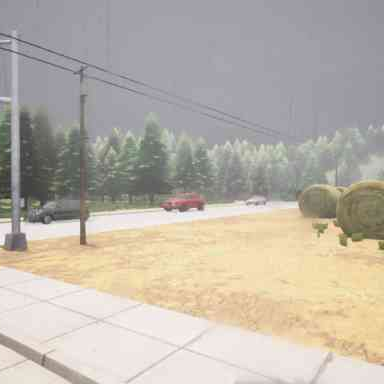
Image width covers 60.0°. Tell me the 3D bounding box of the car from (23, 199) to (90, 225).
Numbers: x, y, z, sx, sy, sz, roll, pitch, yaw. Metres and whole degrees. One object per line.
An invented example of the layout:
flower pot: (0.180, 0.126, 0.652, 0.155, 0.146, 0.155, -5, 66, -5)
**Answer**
car: (-9.941, 1.361, 24.630, 2.097, 1.767, 4.553, 0, 0, 37)

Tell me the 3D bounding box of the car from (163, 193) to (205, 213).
car: (-0.765, 1.143, 36.951, 2.150, 2.045, 5.566, 0, 1, 37)

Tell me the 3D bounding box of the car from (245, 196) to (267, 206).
car: (9.882, 1.378, 51.087, 1.812, 1.442, 4.674, 0, 0, 37)
